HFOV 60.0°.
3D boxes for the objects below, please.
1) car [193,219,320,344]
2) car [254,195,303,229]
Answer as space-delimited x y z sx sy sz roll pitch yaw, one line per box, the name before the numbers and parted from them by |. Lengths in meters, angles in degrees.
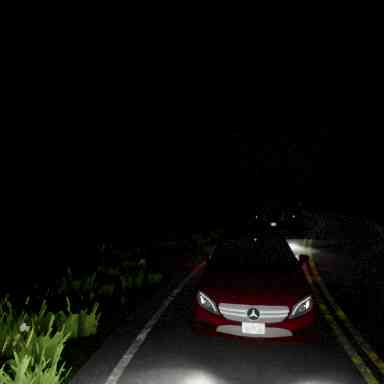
car | 1.231 1.534 6.670 1.812 1.442 4.674 -1 0 11
car | 5.005 1.215 18.841 2.150 2.045 5.566 -2 -1 22
